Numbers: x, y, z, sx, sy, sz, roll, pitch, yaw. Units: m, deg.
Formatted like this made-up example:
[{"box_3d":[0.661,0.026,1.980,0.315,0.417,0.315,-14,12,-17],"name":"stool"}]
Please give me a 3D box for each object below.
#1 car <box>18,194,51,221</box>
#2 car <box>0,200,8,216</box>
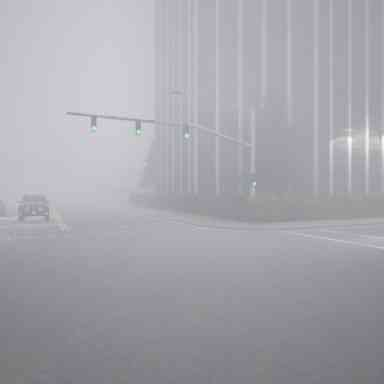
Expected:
[{"box_3d":[-13.105,1.220,27.728,2.150,2.045,5.566,0,0,-24],"name":"car"},{"box_3d":[-18.686,1.504,31.546,1.837,1.490,4.892,0,0,-24],"name":"car"}]
